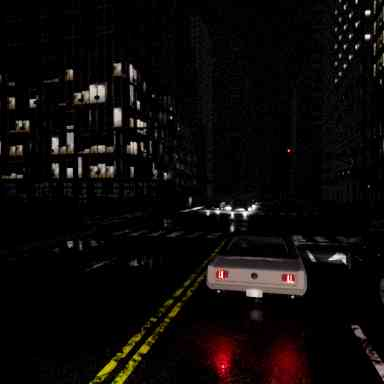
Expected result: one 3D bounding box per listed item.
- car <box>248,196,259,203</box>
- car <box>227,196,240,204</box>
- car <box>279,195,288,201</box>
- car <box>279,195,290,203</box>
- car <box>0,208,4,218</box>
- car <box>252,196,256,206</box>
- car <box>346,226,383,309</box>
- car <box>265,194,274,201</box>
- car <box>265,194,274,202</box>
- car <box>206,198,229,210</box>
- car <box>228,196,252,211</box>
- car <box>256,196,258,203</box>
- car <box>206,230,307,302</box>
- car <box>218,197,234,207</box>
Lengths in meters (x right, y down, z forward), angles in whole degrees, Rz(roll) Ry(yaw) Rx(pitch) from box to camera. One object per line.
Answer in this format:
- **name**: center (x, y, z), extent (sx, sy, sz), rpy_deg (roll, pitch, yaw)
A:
- **car**: center (12.863, 1.485, 69.737), extent (2.033, 1.411, 5.357), rpy_deg (0, 0, 13)
- **car**: center (7.923, 1.460, 63.175), extent (1.837, 1.490, 4.892), rpy_deg (0, 0, 14)
- **car**: center (21.920, 1.355, 79.808), extent (1.895, 1.301, 4.718), rpy_deg (0, 0, 13)
- **car**: center (19.520, 1.474, 69.640), extent (2.033, 1.411, 5.357), rpy_deg (0, 0, 13)
- **car**: center (-17.310, 1.434, 26.693), extent (4.313, 1.339, 1.947), rpy_deg (1, 1, 14)
- **car**: center (8.043, 1.460, 49.739), extent (2.128, 1.511, 4.902), rpy_deg (0, 0, 13)
- **car**: center (4.838, 1.501, 7.449), extent (1.837, 1.490, 4.892), rpy_deg (0, 0, 13)
- **car**: center (18.750, 1.286, 80.526), extent (2.128, 1.511, 4.902), rpy_deg (0, 0, 13)
- **car**: center (16.459, 1.530, 70.823), extent (1.895, 1.301, 4.718), rpy_deg (0, 0, 13)
- **car**: center (3.151, 1.524, 43.182), extent (2.033, 1.411, 5.357), rpy_deg (0, 0, 13)
- **car**: center (5.918, 1.503, 40.739), extent (1.812, 1.442, 4.674), rpy_deg (0, 0, 13)
- **car**: center (10.386, 1.559, 59.544), extent (1.895, 1.301, 4.718), rpy_deg (0, 0, 14)
- **car**: center (1.709, 1.597, 8.353), extent (1.895, 1.301, 4.718), rpy_deg (0, 0, 14)
- **car**: center (5.485, 1.567, 53.048), extent (1.895, 1.301, 4.718), rpy_deg (0, 0, 13)
